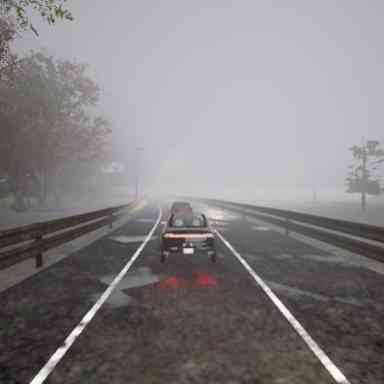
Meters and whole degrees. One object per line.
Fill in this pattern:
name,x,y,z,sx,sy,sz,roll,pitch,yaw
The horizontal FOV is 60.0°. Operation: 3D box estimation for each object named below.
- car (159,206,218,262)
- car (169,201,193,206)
car,-0.156,1.501,12.128,2.128,1.511,4.902,0,0,-1
car,-0.954,1.506,28.753,1.882,1.535,5.008,0,0,-3
